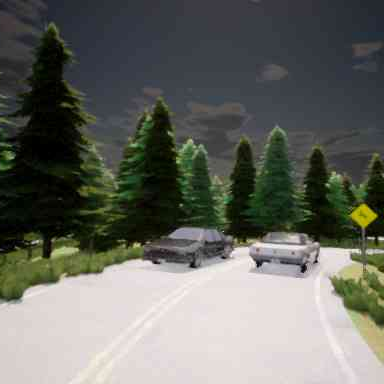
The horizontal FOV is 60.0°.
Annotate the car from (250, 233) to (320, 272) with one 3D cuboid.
[{"bbox_3d":[3.913,2.287,13.355,1.895,1.301,4.718,0,-5,28],"label":"car"}]

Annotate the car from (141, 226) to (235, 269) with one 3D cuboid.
[{"bbox_3d":[0.146,2.105,13.472,2.033,1.411,5.357,0,-5,26],"label":"car"}]
